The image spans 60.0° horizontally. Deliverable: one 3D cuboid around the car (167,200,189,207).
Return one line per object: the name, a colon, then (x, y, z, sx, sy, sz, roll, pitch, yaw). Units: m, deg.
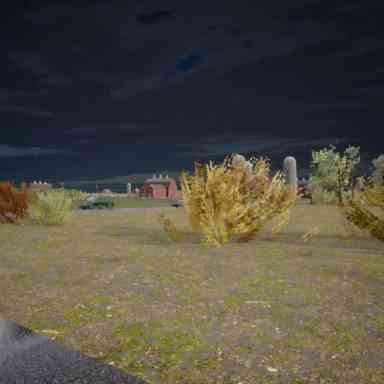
car: (-2.687, 2.185, 64.758, 1.994, 1.385, 4.181, -1, -1, 36)

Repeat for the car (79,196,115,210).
car: (-13.974, 1.628, 49.179, 2.150, 2.045, 5.566, -1, -1, 35)

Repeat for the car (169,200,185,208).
car: (-1.389, 2.078, 60.477, 2.033, 1.411, 5.357, -1, -1, 36)
